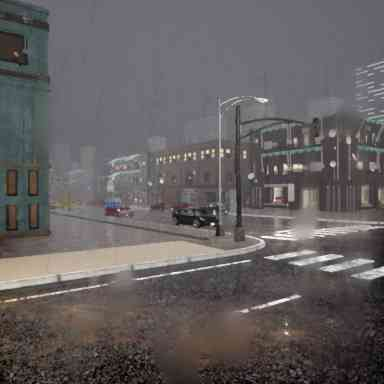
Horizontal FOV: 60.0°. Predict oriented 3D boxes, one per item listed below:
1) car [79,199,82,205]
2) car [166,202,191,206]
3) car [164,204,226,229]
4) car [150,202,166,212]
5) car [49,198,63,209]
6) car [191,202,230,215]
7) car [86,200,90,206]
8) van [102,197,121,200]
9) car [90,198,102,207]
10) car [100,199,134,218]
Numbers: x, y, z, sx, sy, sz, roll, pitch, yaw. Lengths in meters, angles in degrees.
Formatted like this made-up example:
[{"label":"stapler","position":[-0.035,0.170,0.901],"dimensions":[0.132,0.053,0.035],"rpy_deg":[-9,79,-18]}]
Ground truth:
[{"label":"car","position":[-26.548,2.364,76.507],"dimensions":[1.947,1.339,4.313],"rpy_deg":[-1,0,-35]},{"label":"car","position":[-0.962,1.904,40.366],"dimensions":[1.802,1.307,4.206],"rpy_deg":[-2,0,-35]},{"label":"car","position":[0.118,1.814,24.125],"dimensions":[1.947,1.339,4.313],"rpy_deg":[-1,0,-35]},{"label":"car","position":[-4.160,1.966,44.883],"dimensions":[1.802,1.307,4.206],"rpy_deg":[-1,0,-35]},{"label":"car","position":[-23.694,2.233,57.971],"dimensions":[1.752,1.417,4.829],"rpy_deg":[-1,0,-35]},{"label":"car","position":[2.235,1.810,35.847],"dimensions":[2.008,1.369,4.403],"rpy_deg":[-2,0,-35]},{"label":"car","position":[-20.152,2.228,67.471],"dimensions":[1.887,1.381,4.507],"rpy_deg":[-1,0,-35]},{"label":"van","position":[-13.760,1.907,58.435],"dimensions":[1.690,1.788,3.998],"rpy_deg":[-1,0,-35]},{"label":"car","position":[-16.959,1.940,62.953],"dimensions":[2.192,1.841,5.009],"rpy_deg":[-1,0,-35]},{"label":"car","position":[-7.804,1.846,35.521],"dimensions":[1.967,1.590,4.097],"rpy_deg":[-1,0,-35]}]
